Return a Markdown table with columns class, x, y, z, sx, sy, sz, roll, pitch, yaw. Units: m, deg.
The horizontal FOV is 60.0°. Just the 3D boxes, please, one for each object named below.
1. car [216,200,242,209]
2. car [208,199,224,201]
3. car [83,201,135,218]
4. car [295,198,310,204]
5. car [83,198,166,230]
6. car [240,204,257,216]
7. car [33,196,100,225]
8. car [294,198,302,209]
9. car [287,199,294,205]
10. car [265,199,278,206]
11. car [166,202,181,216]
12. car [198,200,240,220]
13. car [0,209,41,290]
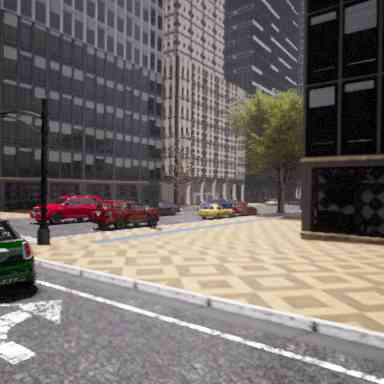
| class | x | y | z | sx | sy | sz | roll | pitch | yaw |
| --- | --- | --- | --- | --- | --- | --- | --- | --- | --- |
| car | 5.593 | 1.858 | 50.279 | 1.947 | 1.339 | 4.313 | 1 | 0 | 36 |
| car | 2.778 | 1.619 | 42.084 | 2.097 | 1.767 | 4.553 | 1 | 0 | 37 |
| car | -7.919 | 1.623 | 32.010 | 1.752 | 1.417 | 4.829 | 1 | 0 | 36 |
| car | 25.708 | 2.121 | 77.476 | 2.008 | 1.369 | 4.403 | 1 | 0 | 36 |
| car | -4.431 | 1.508 | 22.632 | 2.192 | 1.841 | 5.009 | 1 | 0 | 36 |
| car | 5.628 | 1.921 | 36.236 | 1.802 | 1.307 | 4.206 | 1 | 0 | 36 |
| car | -9.425 | 1.311 | 25.588 | 2.150 | 2.045 | 5.566 | 1 | 0 | 36 |
| car | 19.046 | 1.844 | 54.375 | 2.192 | 1.841 | 5.009 | 1 | 0 | 36 |
| car | 22.355 | 2.106 | 72.943 | 1.802 | 1.307 | 4.206 | 1 | 0 | 36 |
| car | 15.550 | 1.956 | 63.741 | 1.752 | 1.417 | 4.829 | 1 | 0 | 36 |
| car | -3.344 | 1.726 | 33.828 | 2.033 | 1.411 | 5.357 | 1 | 0 | 37 |
| car | 2.375 | 1.818 | 31.837 | 1.752 | 1.417 | 4.829 | 1 | 0 | 36 |
| car | -5.712 | 1.337 | 7.958 | 4.553 | 1.767 | 2.097 | 0 | 0 | 39 |
